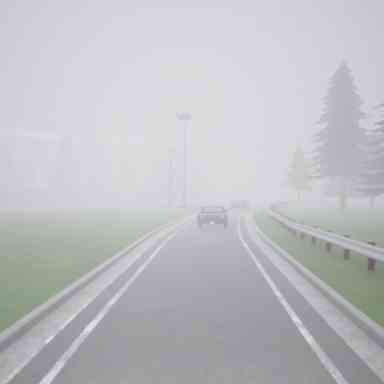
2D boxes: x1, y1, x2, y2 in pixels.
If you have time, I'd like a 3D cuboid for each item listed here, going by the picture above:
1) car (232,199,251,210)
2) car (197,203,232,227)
[{"bbox_3d":[6.233,1.594,42.321,1.895,1.301,4.718,0,0,20],"label":"car"},{"bbox_3d":[1.520,1.598,22.657,1.895,1.301,4.718,0,0,8],"label":"car"}]
